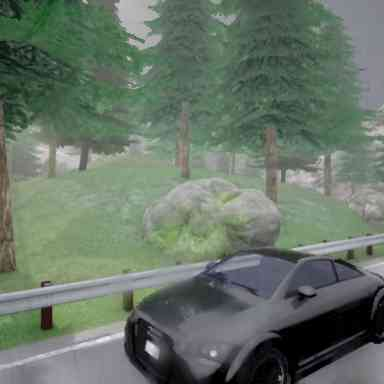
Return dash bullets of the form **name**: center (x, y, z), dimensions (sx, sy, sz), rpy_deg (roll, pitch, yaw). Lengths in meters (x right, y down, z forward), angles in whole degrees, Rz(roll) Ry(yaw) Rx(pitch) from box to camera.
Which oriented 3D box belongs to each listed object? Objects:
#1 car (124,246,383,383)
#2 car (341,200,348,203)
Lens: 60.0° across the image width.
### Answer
- **car**: center (1.165, 1.561, 4.861), dimensions (4.181, 1.385, 1.994), rpy_deg (0, 0, -36)
- **car**: center (22.380, 1.315, 44.529), dimensions (2.097, 1.767, 4.553), rpy_deg (0, 0, -36)
